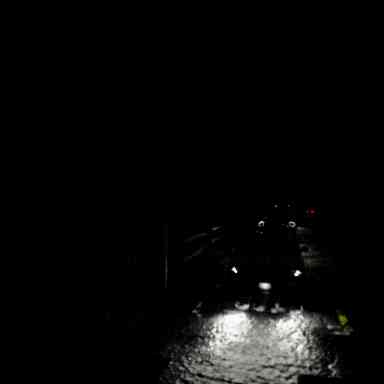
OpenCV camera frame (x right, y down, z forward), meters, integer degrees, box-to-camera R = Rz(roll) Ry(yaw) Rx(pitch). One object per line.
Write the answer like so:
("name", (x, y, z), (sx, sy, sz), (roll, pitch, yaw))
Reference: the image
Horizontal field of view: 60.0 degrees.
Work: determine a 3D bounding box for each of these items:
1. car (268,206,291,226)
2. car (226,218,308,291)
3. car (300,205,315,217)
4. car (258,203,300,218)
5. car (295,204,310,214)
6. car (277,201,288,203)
("car", (8.031, 2.113, 30.196), (1.837, 1.490, 4.892), (-1, -1, 16))
("car", (2.329, 1.745, 9.926), (2.033, 1.411, 5.357), (-1, -1, 16))
("car", (14.271, 2.368, 41.523), (2.033, 1.411, 5.357), (-1, -1, 16))
("car", (4.973, 1.740, 19.348), (2.097, 1.767, 4.553), (-1, -1, 16))
("car", (17.088, 2.626, 51.482), (1.895, 1.301, 4.718), (-1, -1, 15))
("car", (12.237, 1.916, 44.835), (2.097, 1.767, 4.553), (-1, -1, 16))
